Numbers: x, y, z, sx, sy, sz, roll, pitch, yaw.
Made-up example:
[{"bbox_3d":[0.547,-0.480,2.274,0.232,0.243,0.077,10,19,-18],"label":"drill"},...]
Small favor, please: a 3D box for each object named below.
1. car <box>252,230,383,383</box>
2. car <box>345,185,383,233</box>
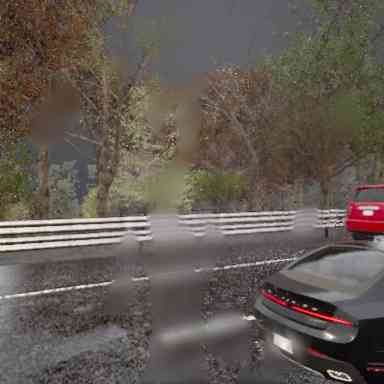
[{"bbox_3d":[3.164,1.521,5.044,4.892,1.490,1.837,1,0,-29],"label":"car"},{"bbox_3d":[7.897,0.867,11.828,5.566,2.045,2.150,3,-3,-29],"label":"car"}]
